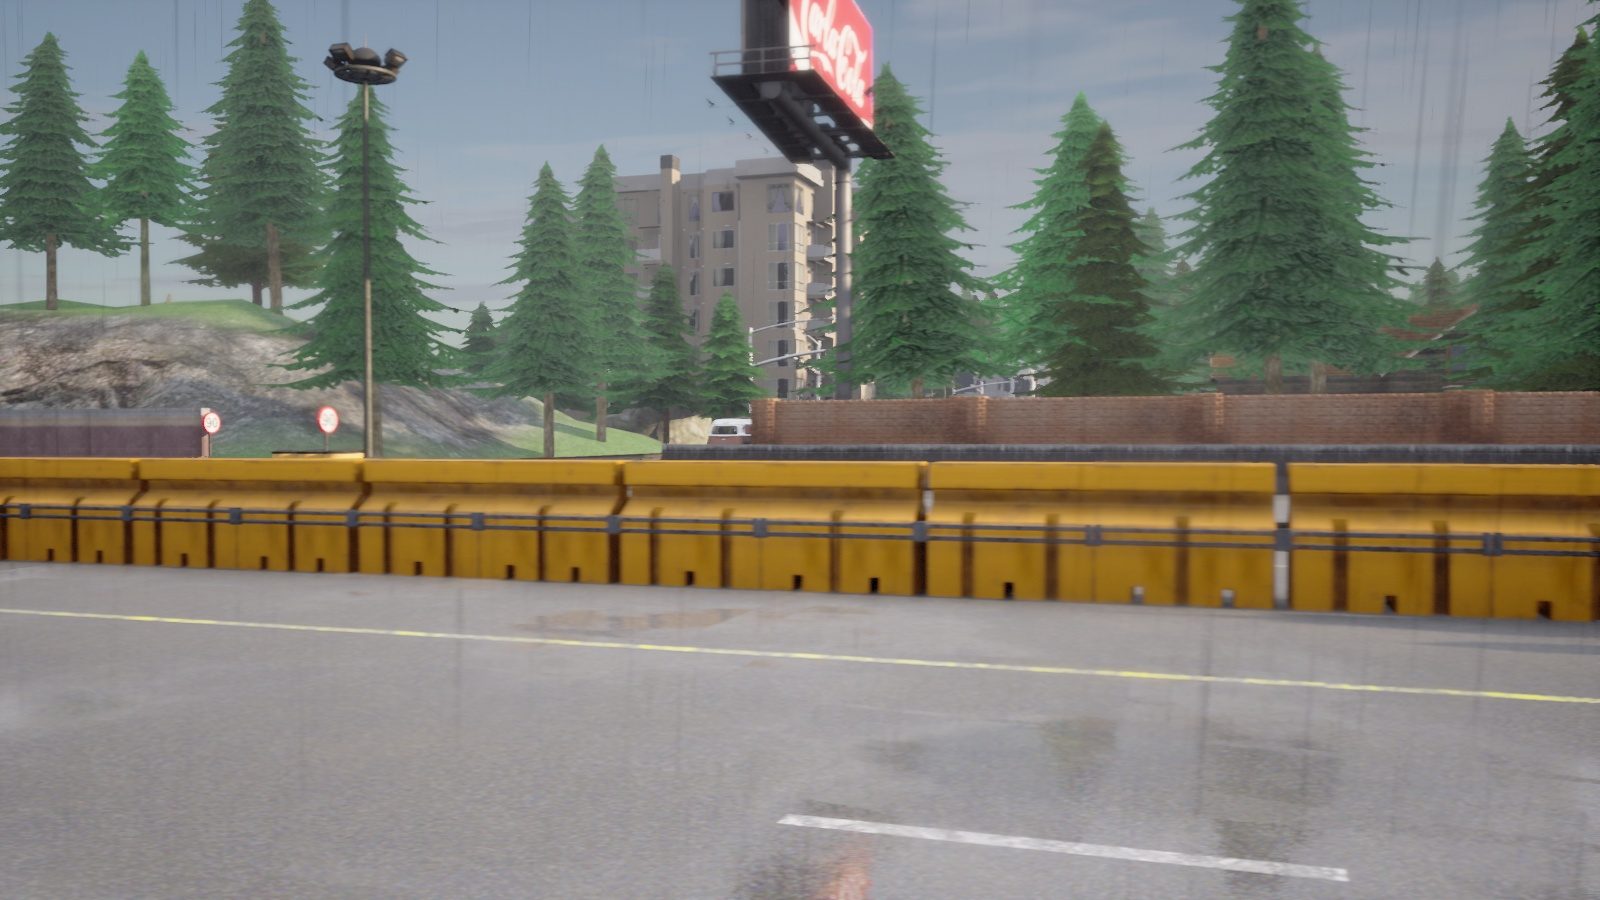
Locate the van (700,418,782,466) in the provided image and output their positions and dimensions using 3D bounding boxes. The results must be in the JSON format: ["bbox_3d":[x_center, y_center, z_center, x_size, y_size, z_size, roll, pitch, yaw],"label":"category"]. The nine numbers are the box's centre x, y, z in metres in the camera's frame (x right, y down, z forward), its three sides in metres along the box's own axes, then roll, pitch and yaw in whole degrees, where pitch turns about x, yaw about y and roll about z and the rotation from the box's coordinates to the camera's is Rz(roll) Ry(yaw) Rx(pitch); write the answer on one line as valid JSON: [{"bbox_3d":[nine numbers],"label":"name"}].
[{"bbox_3d":[-2.549,-0.366,55.370,2.069,2.038,4.480,1,1,19],"label":"van"}]
